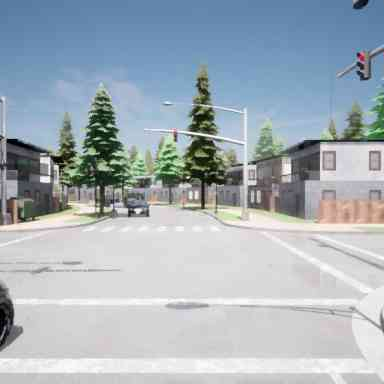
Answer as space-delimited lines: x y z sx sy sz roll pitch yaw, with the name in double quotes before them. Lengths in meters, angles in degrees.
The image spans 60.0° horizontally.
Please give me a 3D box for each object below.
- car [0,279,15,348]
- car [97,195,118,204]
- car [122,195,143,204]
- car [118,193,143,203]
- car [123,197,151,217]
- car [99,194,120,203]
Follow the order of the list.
"car" -3.647 1.564 3.310 1.994 1.385 4.181 0 0 -1
"car" -15.660 1.609 60.103 1.895 1.301 4.718 0 0 -36
"car" -7.988 1.491 44.595 1.812 1.442 4.674 0 0 -20
"car" -10.414 1.187 58.481 2.150 2.045 5.566 0 0 -36
"car" -4.851 1.457 30.609 2.128 1.511 4.902 0 0 -7
"car" -16.533 1.317 66.822 2.097 1.767 4.553 0 0 -45
